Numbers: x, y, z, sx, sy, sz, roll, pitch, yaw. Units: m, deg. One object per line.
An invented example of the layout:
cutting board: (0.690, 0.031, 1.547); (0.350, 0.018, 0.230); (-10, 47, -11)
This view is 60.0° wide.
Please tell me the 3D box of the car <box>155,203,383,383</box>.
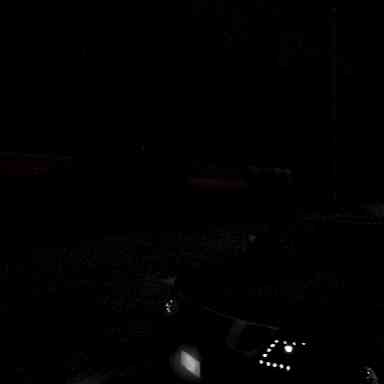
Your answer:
car: (2.232, 1.221, 4.665); (5.566, 2.045, 2.150); (0, 0, -36)
